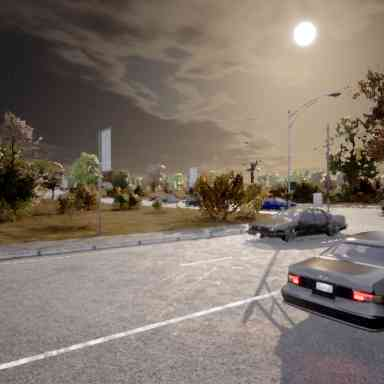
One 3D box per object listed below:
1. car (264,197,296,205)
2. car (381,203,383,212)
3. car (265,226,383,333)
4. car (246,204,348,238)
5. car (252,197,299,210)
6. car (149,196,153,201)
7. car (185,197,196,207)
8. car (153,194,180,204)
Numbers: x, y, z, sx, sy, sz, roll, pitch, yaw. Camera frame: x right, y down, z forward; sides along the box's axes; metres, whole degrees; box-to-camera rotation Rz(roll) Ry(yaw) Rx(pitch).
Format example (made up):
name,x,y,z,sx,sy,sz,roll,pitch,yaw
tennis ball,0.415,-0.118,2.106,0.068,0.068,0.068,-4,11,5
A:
name,x,y,z,sx,sy,sz,roll,pitch,yaw
car,8.935,1.316,35.832,1.882,1.535,5.008,-1,0,-40
car,19.134,1.160,28.792,2.097,1.767,4.553,-1,0,-39
car,4.103,1.528,6.695,5.357,1.411,2.033,0,0,-36
car,5.194,1.488,16.022,5.357,1.411,2.033,0,0,-31
car,9.943,1.363,40.157,2.033,1.411,5.357,-1,0,-39
car,-7.741,1.258,73.374,1.882,1.535,5.008,-1,0,-38
car,1.049,1.349,45.592,1.837,1.490,4.892,-1,0,-39
car,-4.031,1.316,57.480,2.128,1.511,4.902,-1,0,-39
